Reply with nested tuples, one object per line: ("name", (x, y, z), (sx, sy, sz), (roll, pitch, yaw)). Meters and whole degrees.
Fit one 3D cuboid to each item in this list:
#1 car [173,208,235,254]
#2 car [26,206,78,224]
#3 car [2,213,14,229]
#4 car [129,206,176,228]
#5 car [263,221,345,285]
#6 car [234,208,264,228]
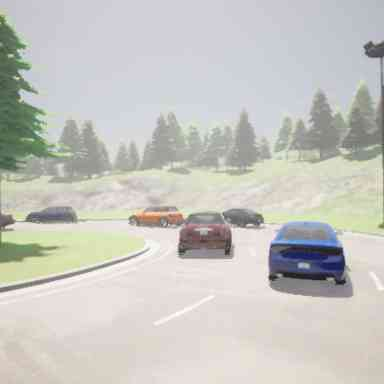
("car", (0.661, 1.617, 14.832), (2.097, 1.767, 4.553), (-1, -1, 6))
("car", (-13.673, 2.138, 32.506), (4.553, 1.767, 2.097), (-1, -1, -4))
("car", (-16.063, 2.173, 24.861), (4.902, 1.511, 2.128), (0, -2, -18))
("car", (-2.970, 1.887, 27.012), (4.553, 1.767, 2.097), (-1, -1, 34))
("car", (3.507, 1.619, 10.161), (1.882, 1.535, 5.008), (0, -1, 20))
("car", (3.523, 1.950, 25.971), (1.812, 1.442, 4.674), (0, -1, -38))
